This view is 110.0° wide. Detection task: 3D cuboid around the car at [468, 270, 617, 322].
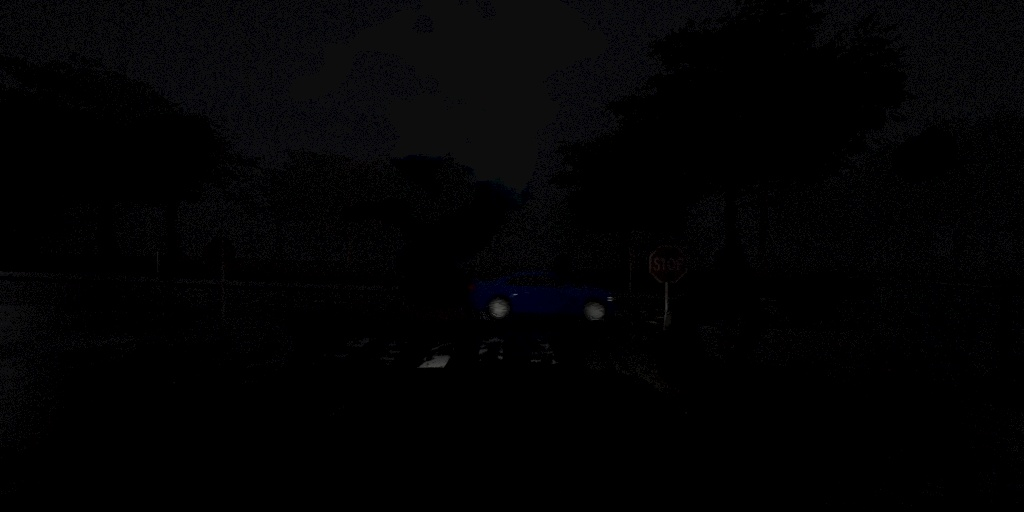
[{"bbox_3d":[1.025,1.256,12.249,5.008,1.535,1.882,2,0,-2],"label":"car"}]
